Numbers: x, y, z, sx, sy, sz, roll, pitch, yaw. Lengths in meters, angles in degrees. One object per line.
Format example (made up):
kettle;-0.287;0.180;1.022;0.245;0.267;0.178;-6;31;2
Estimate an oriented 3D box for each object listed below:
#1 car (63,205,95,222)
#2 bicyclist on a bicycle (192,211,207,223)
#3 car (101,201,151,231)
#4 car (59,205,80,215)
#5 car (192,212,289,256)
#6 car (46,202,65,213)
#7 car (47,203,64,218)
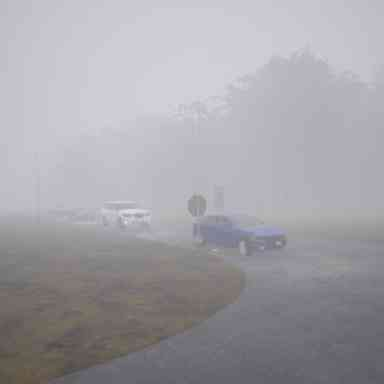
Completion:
car;-11.667;2.253;34.904;1.837;1.490;4.892;-1;-1;-34
bicyclist on a bicycle;0.653;1.807;27.206;1.656;1.620;0.582;0;-1;-34
car;-5.124;1.689;25.093;2.150;2.045;5.566;-1;-1;-34
car;-18.708;2.687;50.717;1.994;1.385;4.181;-1;-1;-33
car;1.876;1.658;14.308;1.882;1.535;5.008;-1;-1;-31
car;-24.258;2.739;59.028;2.097;1.767;4.553;-1;-1;-35
car;-17.498;2.484;43.722;1.882;1.535;5.008;-1;-1;-34
